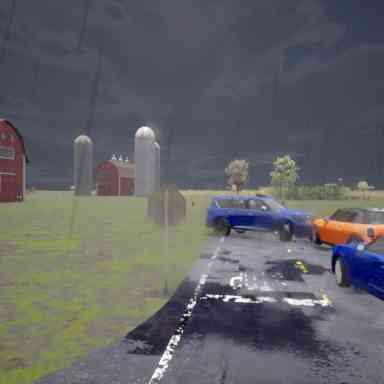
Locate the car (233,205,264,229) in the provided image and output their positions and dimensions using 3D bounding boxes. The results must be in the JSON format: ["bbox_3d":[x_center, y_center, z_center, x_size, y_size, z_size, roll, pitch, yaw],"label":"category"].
[{"bbox_3d":[3.818,1.601,22.711,1.895,1.301,4.718,0,0,9],"label":"car"}]

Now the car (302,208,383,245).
[{"bbox_3d":[6.271,1.363,12.656,2.097,1.767,4.553,0,0,-5],"label":"car"}]

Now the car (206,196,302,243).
[{"bbox_3d":[3.302,1.217,16.510,5.566,2.045,2.150,0,0,38],"label":"car"}]

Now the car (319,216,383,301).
[{"bbox_3d":[4.470,1.480,6.311,1.882,1.535,5.008,0,0,-3],"label":"car"}]

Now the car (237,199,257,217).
[{"bbox_3d":[5.454,1.502,33.022,1.837,1.490,4.892,0,0,9],"label":"car"}]
